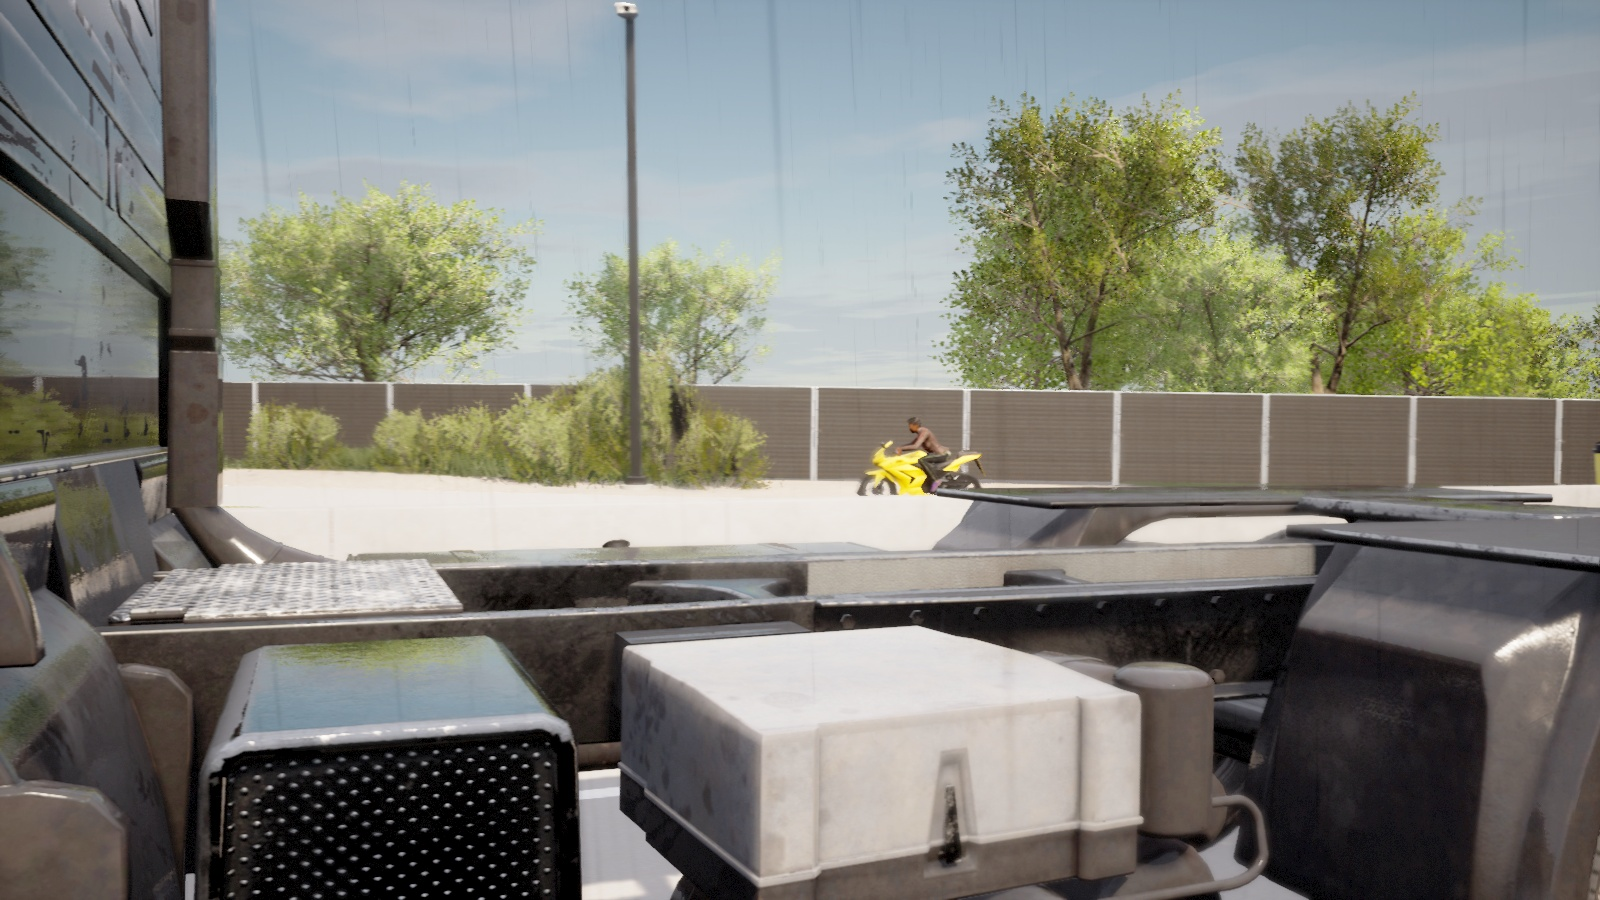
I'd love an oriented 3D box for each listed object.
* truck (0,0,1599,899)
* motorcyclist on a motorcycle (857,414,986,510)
[{"bbox_3d":[0.118,-0.238,3.272,7.936,3.462,2.891,-1,1,-21],"label":"truck"},{"bbox_3d":[1.941,0.180,20.322,2.044,1.523,0.797,0,1,3],"label":"motorcyclist on a motorcycle"}]
